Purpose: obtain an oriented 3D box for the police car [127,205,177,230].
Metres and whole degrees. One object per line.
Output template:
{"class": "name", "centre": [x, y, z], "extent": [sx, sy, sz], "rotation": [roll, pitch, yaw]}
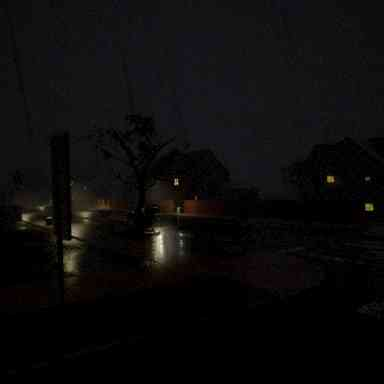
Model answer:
{"class": "police car", "centre": [-2.944, 1.776, 24.250], "extent": [1.930, 1.638, 5.238], "rotation": [-2, 0, -36]}
